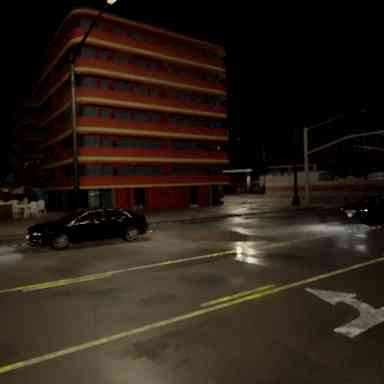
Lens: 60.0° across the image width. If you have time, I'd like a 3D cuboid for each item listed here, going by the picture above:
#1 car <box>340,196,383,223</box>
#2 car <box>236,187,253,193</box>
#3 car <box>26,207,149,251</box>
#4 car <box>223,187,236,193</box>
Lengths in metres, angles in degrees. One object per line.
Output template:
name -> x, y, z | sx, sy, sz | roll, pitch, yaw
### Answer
car -> 11.048, 0.989, 20.470 | 4.902, 1.511, 2.128 | -2, 1, -35
car -> 14.276, -0.553, 87.543 | 3.806, 1.475, 1.970 | -3, 2, -36
car -> -4.203, 1.407, 13.899 | 4.892, 1.490, 1.837 | -2, 1, -36
car -> 10.285, -0.679, 91.746 | 4.611, 1.667, 2.242 | -3, 2, -36
